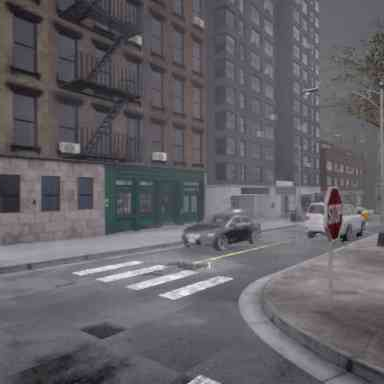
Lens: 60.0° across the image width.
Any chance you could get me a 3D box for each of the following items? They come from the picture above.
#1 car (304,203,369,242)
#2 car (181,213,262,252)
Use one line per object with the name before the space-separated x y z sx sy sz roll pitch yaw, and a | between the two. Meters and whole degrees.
car | 8.425 1.655 19.449 2.150 2.045 5.566 0 -2 39
car | 1.515 1.775 15.536 2.128 1.511 4.902 0 -1 39
